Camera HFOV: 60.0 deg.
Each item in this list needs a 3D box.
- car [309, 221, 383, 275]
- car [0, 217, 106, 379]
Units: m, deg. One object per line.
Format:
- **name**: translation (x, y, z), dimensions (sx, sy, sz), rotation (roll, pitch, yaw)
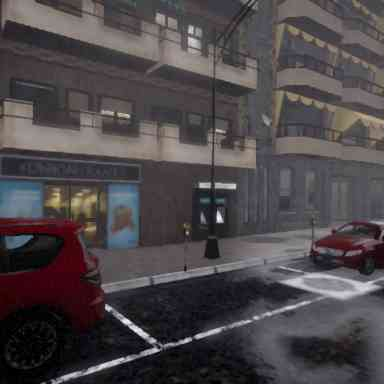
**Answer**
- **car**: translation (5.466, 1.584, 10.441), dimensions (4.206, 1.307, 1.802), rotation (0, 1, -35)
- **car**: translation (-3.563, 1.315, 3.994), dimensions (5.009, 1.841, 2.192), rotation (0, 1, -35)
